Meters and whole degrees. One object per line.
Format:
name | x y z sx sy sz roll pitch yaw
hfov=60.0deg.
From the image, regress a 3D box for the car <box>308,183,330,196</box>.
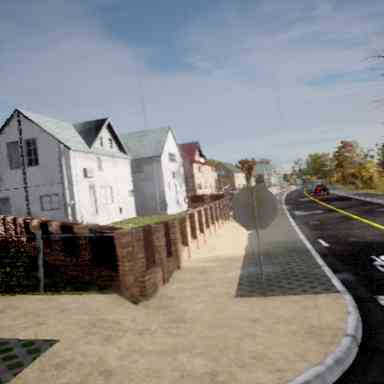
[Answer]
car | 16.743 -0.327 43.464 1.837 1.490 4.892 -6 0 16
